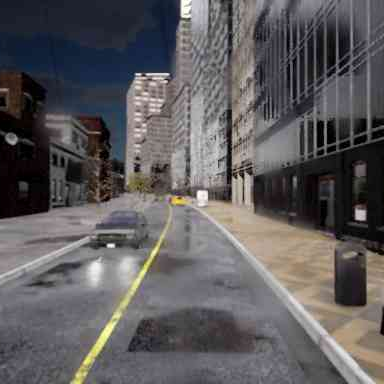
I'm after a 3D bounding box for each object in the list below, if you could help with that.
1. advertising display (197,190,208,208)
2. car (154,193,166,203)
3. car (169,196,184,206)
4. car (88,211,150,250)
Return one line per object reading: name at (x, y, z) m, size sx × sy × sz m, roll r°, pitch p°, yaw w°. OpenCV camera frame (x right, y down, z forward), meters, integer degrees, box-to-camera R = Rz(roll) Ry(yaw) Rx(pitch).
advertising display at (1.446, 1.006, 45.834) m, size 1.540 × 2.440 × 0.280 m, roll -1°, pitch -1°, yaw -5°
car at (-6.432, 1.187, 66.754) m, size 2.150 × 2.045 × 5.566 m, roll 0°, pitch 0°, yaw -7°
car at (-2.303, 1.433, 54.352) m, size 1.882 × 1.535 × 5.008 m, roll 0°, pitch 0°, yaw -5°
car at (-2.920, 1.535, 14.532) m, size 2.033 × 1.411 × 5.357 m, roll 0°, pitch 0°, yaw -1°
